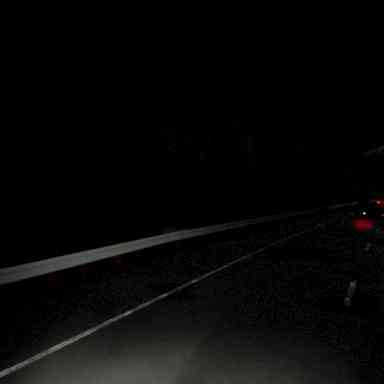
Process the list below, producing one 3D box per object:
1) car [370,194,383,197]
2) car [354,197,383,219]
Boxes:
[{"bbox_3d":[21.639,1.221,38.078,2.150,2.045,5.566,0,0,35],"label":"car"},{"bbox_3d":[15.627,1.504,29.471,1.837,1.490,4.892,0,0,35],"label":"car"}]
